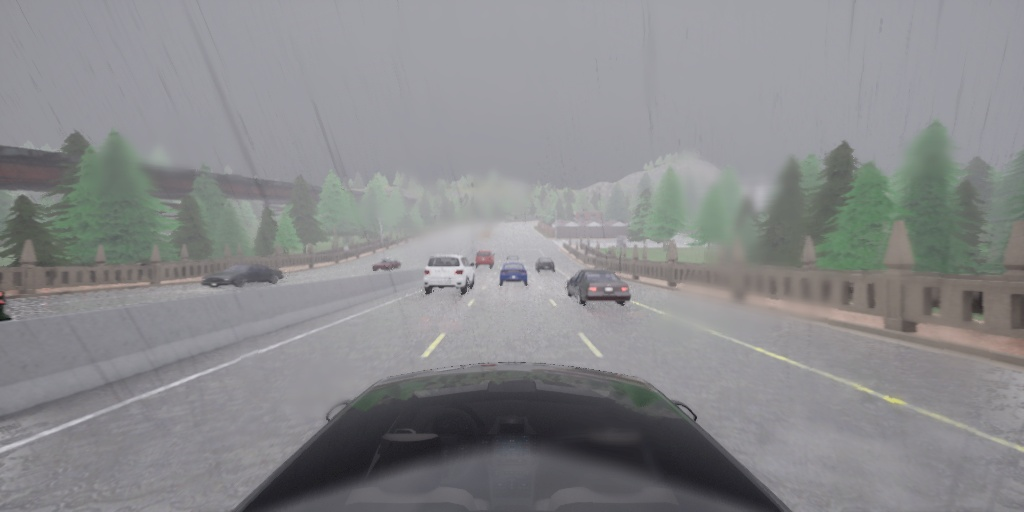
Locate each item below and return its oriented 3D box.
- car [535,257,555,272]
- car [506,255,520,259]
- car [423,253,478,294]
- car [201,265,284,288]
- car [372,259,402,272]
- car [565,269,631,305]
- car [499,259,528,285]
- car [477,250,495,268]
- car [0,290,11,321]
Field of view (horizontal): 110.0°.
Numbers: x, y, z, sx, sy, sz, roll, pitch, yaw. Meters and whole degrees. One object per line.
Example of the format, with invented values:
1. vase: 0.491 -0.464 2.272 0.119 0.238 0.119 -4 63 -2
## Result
1. car: 3.616 0.884 39.833 1.882 1.535 5.008 0 3 0
2. car: 0.109 0.587 46.190 1.895 1.301 4.718 0 5 0
3. car: -3.392 0.962 20.158 2.150 2.045 5.566 0 0 0
4. car: -17.557 1.289 23.802 2.033 1.411 5.357 0 0 0
5. car: -13.992 0.987 40.178 1.895 1.301 4.718 0 3 0
6. car: 3.606 1.290 15.847 2.033 1.411 5.357 0 0 0
7. car: 0.110 1.216 25.919 1.882 1.535 5.008 0 0 0
8. car: -3.388 0.294 45.087 2.150 2.045 5.566 0 4 0
9. car: -10.597 0.972 4.384 2.150 2.045 5.566 0 0 0
